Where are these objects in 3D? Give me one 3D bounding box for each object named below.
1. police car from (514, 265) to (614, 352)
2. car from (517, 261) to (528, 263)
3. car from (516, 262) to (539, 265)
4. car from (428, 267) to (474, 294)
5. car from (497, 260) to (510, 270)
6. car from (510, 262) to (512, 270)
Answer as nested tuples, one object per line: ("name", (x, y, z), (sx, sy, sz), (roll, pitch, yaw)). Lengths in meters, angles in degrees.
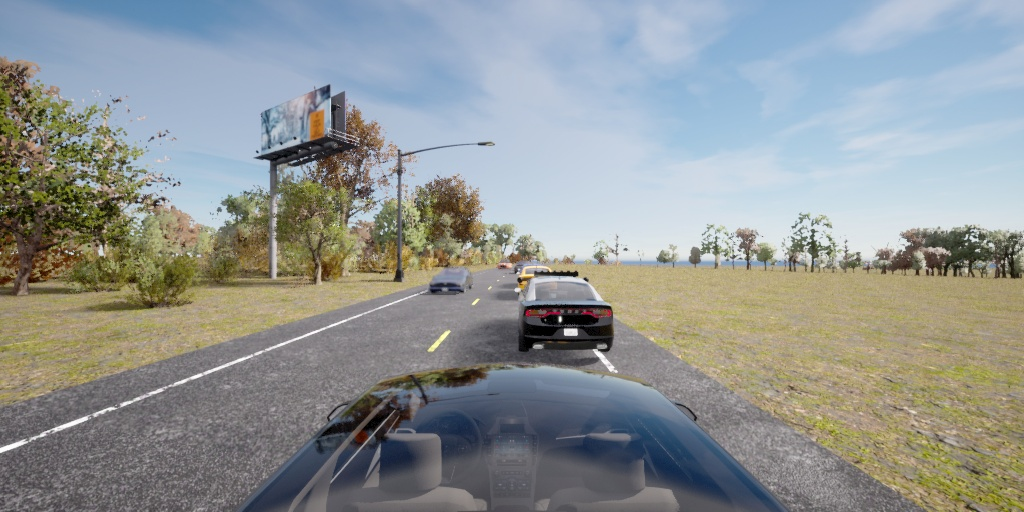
("police car", (1.093, 1.184, 9.079), (1.930, 1.638, 5.238), (0, 0, 1))
("car", (1.425, 1.295, 24.912), (1.882, 1.535, 5.008), (0, 0, 2))
("car", (1.263, 1.267, 18.934), (1.882, 1.535, 5.008), (0, 0, 1))
("car", (-3.329, 1.345, 20.793), (2.033, 1.411, 5.357), (0, 0, 1))
("car", (-1.270, 1.459, 60.880), (2.097, 1.767, 4.553), (0, -1, 5))
("car", (1.325, 1.465, 45.852), (2.128, 1.511, 4.902), (0, 0, 4))
